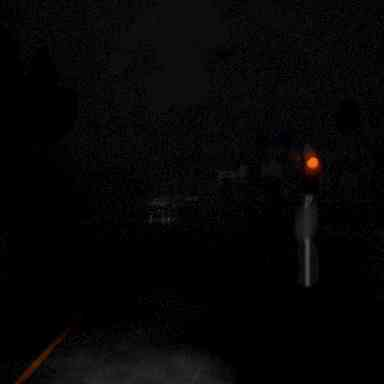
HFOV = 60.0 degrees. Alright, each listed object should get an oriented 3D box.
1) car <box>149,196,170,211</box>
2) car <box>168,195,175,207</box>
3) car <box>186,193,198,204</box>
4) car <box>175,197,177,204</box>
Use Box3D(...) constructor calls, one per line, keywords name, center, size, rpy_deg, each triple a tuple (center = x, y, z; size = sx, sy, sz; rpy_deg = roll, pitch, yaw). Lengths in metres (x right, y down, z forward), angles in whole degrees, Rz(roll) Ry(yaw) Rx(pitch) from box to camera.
Box3D(name="car", center=(-4.069, 1.530, 41.042), size=(1.812, 1.442, 4.674), rpy_deg=(0, 0, 0))
Box3D(name="car", center=(-4.059, 1.531, 51.306), size=(1.812, 1.442, 4.674), rpy_deg=(0, 0, 0))
Box3D(name="car", center=(0.031, 1.228, 62.872), size=(2.150, 2.045, 5.566), rpy_deg=(0, 0, 0))
Box3D(name="car", center=(-4.017, 1.358, 63.304), size=(2.097, 1.767, 4.553), rpy_deg=(0, 0, 1))
